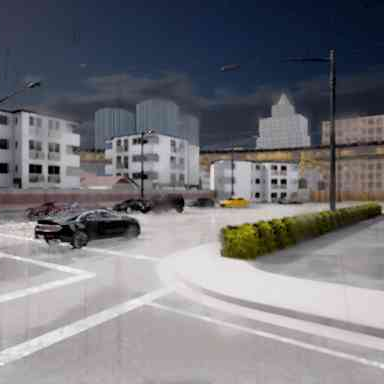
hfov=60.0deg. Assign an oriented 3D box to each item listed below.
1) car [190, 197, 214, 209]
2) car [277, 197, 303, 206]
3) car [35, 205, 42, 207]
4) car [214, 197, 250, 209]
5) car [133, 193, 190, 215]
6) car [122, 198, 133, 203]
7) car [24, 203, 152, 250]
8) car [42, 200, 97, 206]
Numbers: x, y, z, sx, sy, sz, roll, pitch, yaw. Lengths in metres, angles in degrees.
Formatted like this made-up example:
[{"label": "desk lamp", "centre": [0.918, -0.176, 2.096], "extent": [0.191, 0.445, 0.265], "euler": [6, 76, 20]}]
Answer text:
[{"label": "car", "centre": [1.325, 1.448, 44.792], "extent": [1.812, 1.442, 4.674], "euler": [0, 0, 41]}, {"label": "car", "centre": [16.142, 1.506, 54.952], "extent": [4.181, 1.385, 1.994], "euler": [0, 0, -20]}, {"label": "car", "centre": [-11.692, 1.446, 28.192], "extent": [1.812, 1.442, 4.674], "euler": [0, 0, 37]}, {"label": "car", "centre": [5.659, 1.412, 44.384], "extent": [5.008, 1.535, 1.882], "euler": [-1, 1, -43]}, {"label": "car", "centre": [-2.978, 1.152, 33.928], "extent": [2.150, 2.045, 5.566], "euler": [0, 0, 37]}, {"label": "car", "centre": [-6.197, 1.426, 35.428], "extent": [1.837, 1.490, 4.892], "euler": [0, 0, 38]}, {"label": "car", "centre": [-4.263, 1.456, 14.406], "extent": [2.128, 1.511, 4.902], "euler": [0, 0, 33]}, {"label": "car", "centre": [-8.858, 1.457, 26.140], "extent": [1.812, 1.442, 4.674], "euler": [0, 0, 37]}]
